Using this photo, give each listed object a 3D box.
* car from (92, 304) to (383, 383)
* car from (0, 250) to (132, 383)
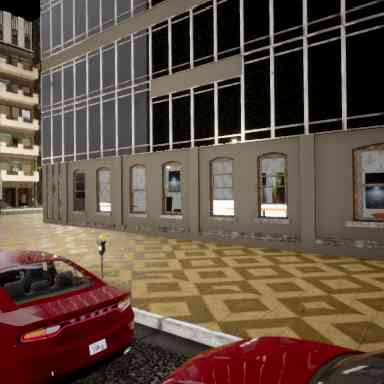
[{"bbox_3d":[1.738,1.545,1.645,4.507,1.381,1.887,0,-1,36],"label":"car"},{"bbox_3d":[-2.832,1.546,4.912,4.507,1.381,1.887,0,-1,36],"label":"car"}]
